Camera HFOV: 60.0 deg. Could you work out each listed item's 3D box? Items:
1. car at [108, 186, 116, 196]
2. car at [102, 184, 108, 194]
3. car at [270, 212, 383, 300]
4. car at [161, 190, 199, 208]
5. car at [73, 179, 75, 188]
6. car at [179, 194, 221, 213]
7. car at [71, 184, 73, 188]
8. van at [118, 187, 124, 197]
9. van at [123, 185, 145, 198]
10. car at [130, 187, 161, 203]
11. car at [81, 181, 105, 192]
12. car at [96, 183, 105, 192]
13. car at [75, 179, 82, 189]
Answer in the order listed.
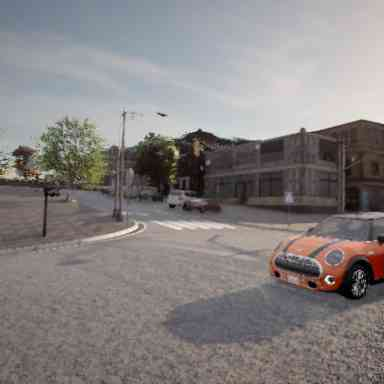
[{"bbox_3d":[-10.041,0.053,52.313,1.946,1.575,5.366,5,1,37],"label":"car"},{"bbox_3d":[-11.783,-0.097,54.708,2.002,1.452,4.674,6,1,37],"label":"car"},{"bbox_3d":[4.194,1.345,8.573,4.553,1.767,2.097,-1,0,-30],"label":"car"},{"bbox_3d":[-0.341,0.909,36.946,2.435,2.045,5.566,5,1,37],"label":"car"},{"bbox_3d":[-21.711,-1.383,69.847,2.185,1.767,4.553,5,0,36],"label":"car"},{"bbox_3d":[1.254,1.384,34.393,2.002,1.452,4.674,5,1,37],"label":"car"},{"bbox_3d":[-23.346,-1.530,72.387,2.185,1.767,4.553,3,-2,36],"label":"car"},{"bbox_3d":[-8.571,0.004,49.525,1.878,1.987,4.442,6,1,37],"label":"van"},{"bbox_3d":[-6.937,0.190,46.982,1.878,1.987,4.442,6,1,37],"label":"van"},{"bbox_3d":[-5.268,0.604,44.538,2.231,1.521,4.892,5,1,37],"label":"car"},{"bbox_3d":[-18.248,-0.876,64.966,1.946,1.575,5.366,5,1,37],"label":"car"},{"bbox_3d":[-13.431,-0.283,57.243,2.002,1.452,4.674,5,1,37],"label":"car"},{"bbox_3d":[-20.011,-1.319,67.311,2.435,2.045,5.566,6,1,36],"label":"car"}]
